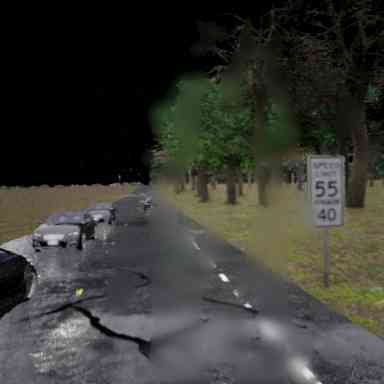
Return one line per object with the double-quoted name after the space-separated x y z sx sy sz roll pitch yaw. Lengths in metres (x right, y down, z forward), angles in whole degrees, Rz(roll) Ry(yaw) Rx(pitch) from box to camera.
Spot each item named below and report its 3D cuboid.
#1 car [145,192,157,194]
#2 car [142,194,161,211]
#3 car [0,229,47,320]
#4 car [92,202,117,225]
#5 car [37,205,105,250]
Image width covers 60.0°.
-6.093 1.009 49.554 2.150 2.045 5.566 -1 1 -7 "car"
-4.754 1.372 39.119 1.837 1.490 4.892 -1 0 -7 "car"
-4.197 1.642 5.559 1.994 1.385 4.181 -1 0 -7 "car"
-6.600 1.521 24.418 2.128 1.511 4.902 -1 0 -7 "car"
-5.339 1.561 14.478 2.128 1.511 4.902 -1 0 -7 "car"
